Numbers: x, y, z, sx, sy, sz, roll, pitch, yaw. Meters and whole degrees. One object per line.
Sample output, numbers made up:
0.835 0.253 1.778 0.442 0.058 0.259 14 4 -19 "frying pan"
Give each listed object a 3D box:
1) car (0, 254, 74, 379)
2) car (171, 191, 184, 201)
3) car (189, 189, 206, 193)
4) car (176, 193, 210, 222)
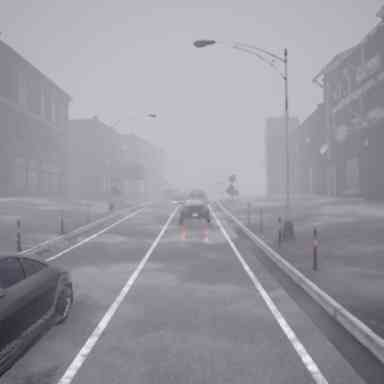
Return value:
-3.092 1.547 4.217 1.994 1.385 4.181 0 1 0 "car"
-1.783 0.595 48.074 1.994 1.385 4.181 -1 1 6 "car"
0.645 0.443 38.810 2.097 1.767 4.553 0 1 3 "car"
0.171 1.042 21.149 1.812 1.442 4.674 0 2 0 "car"
